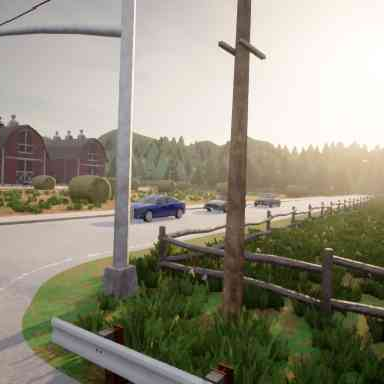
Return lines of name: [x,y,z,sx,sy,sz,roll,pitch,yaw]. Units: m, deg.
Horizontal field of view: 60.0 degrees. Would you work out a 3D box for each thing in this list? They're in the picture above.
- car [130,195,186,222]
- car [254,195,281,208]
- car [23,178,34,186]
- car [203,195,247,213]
car: [-2.350,0.947,21.185,1.882,1.535,5.008,3,2,33]
car: [8.615,1.001,37.795,1.994,1.385,4.181,3,2,33]
car: [-38.864,-2.310,79.367,1.905,1.878,3.866,8,2,-13]
car: [3.094,1.000,29.443,2.033,1.411,5.357,3,2,33]
